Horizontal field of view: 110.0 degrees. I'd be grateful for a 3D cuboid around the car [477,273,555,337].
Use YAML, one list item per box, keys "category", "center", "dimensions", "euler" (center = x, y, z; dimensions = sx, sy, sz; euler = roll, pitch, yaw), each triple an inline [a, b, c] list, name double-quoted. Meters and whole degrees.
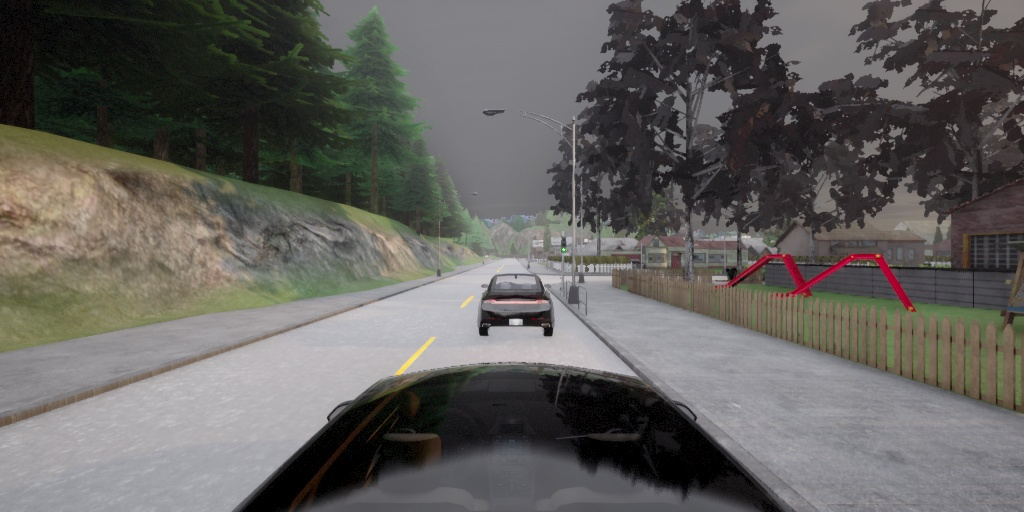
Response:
- category: "car"
  center: [0.116, 1.242, 10.307]
  dimensions: [2.128, 1.511, 4.902]
  euler: [0, 0, 1]
